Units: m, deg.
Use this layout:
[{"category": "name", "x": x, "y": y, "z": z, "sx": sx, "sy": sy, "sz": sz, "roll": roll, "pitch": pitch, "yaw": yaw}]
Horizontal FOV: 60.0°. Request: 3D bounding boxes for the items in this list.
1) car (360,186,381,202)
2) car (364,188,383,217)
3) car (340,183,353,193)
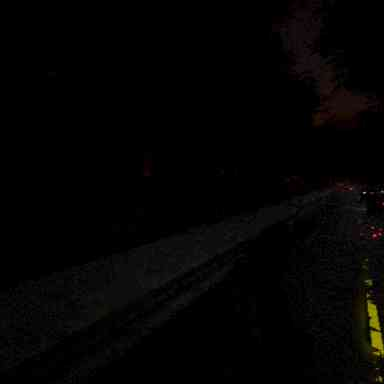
[{"category": "car", "x": 18.621, "y": 0.159, "z": 34.359, "sx": 2.097, "sy": 1.767, "sz": 4.553, "roll": 5, "pitch": 4, "yaw": 27}, {"category": "car", "x": 12.343, "y": 0.797, "z": 21.398, "sx": 1.837, "sy": 1.490, "sz": 4.892, "roll": 5, "pitch": 4, "yaw": 26}, {"category": "car", "x": 26.953, "y": -0.777, "z": 57.837, "sx": 1.882, "sy": 1.535, "sz": 5.008, "roll": 5, "pitch": 4, "yaw": 26}]
